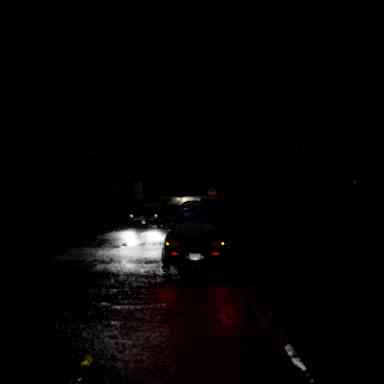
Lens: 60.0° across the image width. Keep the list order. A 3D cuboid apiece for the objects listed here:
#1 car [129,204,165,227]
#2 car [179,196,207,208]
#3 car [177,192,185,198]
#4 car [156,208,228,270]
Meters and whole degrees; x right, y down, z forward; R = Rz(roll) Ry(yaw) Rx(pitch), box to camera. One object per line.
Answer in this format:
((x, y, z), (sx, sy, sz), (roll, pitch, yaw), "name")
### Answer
((-2.831, 1.452, 21.673), (1.895, 1.301, 4.718), (0, 0, 0), "car")
((0.076, 1.311, 24.211), (1.882, 1.535, 5.008), (0, 0, 0), "car")
((-2.754, 0.831, 86.168), (1.882, 1.535, 5.008), (0, 0, 0), "car")
((0.084, 1.454, 10.678), (1.812, 1.442, 4.674), (0, 0, 0), "car")
